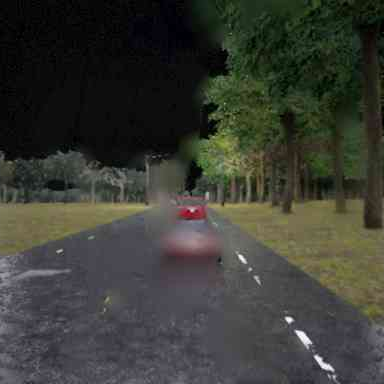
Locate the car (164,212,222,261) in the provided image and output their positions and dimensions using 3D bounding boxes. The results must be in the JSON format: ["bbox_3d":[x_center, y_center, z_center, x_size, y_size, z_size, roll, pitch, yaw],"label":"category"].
[{"bbox_3d":[0.050,1.663,12.670,1.994,1.385,4.181,0,0,0],"label":"car"}]

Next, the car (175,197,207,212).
[{"bbox_3d":[0.044,1.436,26.467,2.150,2.045,5.566,0,0,0],"label":"car"}]

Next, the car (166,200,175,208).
[{"bbox_3d":[-3.514,2.110,59.124,1.994,1.385,4.181,0,-1,1],"label":"car"}]
